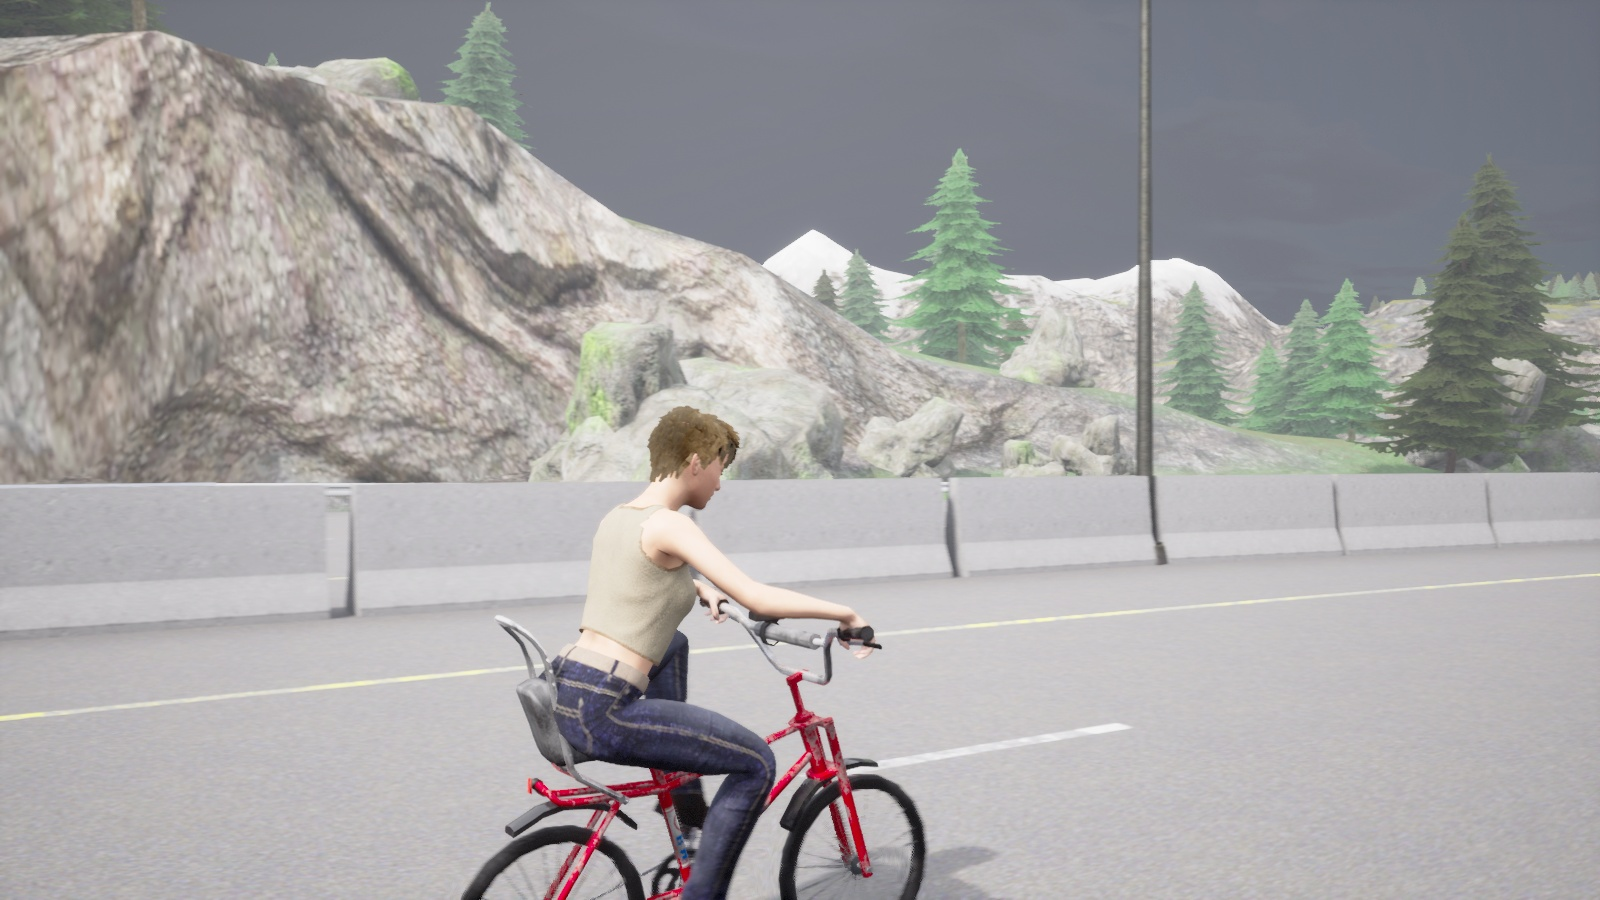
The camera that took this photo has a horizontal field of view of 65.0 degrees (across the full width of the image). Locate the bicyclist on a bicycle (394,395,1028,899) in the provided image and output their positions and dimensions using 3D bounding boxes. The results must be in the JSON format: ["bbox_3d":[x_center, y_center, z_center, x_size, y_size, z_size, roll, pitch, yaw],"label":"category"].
[{"bbox_3d":[-0.231,0.689,3.462,1.509,1.612,0.866,0,0,-34],"label":"bicyclist on a bicycle"}]
